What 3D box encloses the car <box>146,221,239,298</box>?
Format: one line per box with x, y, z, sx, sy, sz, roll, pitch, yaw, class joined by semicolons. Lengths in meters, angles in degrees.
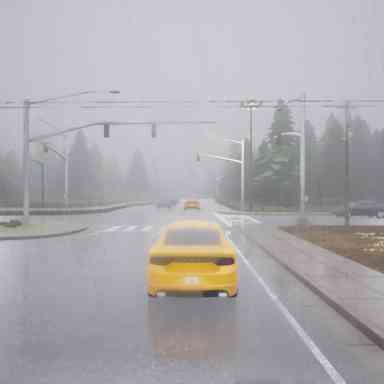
0.043;1.474;8.599;1.882;1.535;5.008;0;0;1;car

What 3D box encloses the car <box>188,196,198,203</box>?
0.250;1.537;72.823;2.033;1.411;5.357;0;0;2;car

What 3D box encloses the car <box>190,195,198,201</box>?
0.641;1.441;83.215;1.837;1.490;4.892;0;0;2;car

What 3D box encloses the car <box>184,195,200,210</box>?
-0.011;1.477;42.262;1.882;1.535;5.008;0;0;0;car

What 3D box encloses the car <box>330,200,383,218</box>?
14.890;1.531;29.587;4.892;1.490;1.837;0;0;1;car

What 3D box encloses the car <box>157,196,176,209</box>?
-3.610;1.547;45.006;2.033;1.411;5.357;0;0;0;car

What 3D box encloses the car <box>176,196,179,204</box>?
-3.587;1.600;55.199;1.895;1.301;4.718;0;0;1;car
